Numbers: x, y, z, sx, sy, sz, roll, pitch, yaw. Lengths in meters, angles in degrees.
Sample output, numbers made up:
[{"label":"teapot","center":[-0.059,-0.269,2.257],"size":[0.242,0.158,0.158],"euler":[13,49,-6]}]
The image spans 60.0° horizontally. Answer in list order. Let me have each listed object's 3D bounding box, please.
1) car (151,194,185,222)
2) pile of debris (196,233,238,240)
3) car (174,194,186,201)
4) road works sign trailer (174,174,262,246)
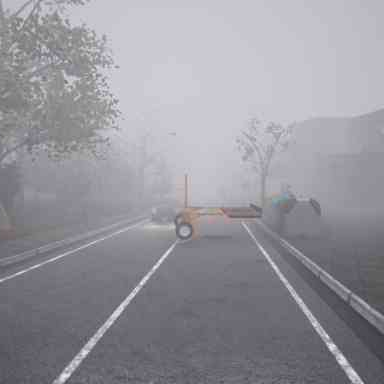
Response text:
[{"label":"car","center":[-1.669,1.235,24.797],"size":[2.097,1.767,4.553],"euler":[0,0,5]},{"label":"pile of debris","center":[1.161,2.107,15.818],"size":[1.860,0.140,1.500],"euler":[0,0,3]},{"label":"car","center":[-2.847,1.239,77.002],"size":[1.837,1.490,4.892],"euler":[-1,0,-11]},{"label":"road works sign trailer","center":[1.029,0.661,14.522],"size":[3.560,2.880,2.380],"euler":[0,5,-5]}]
